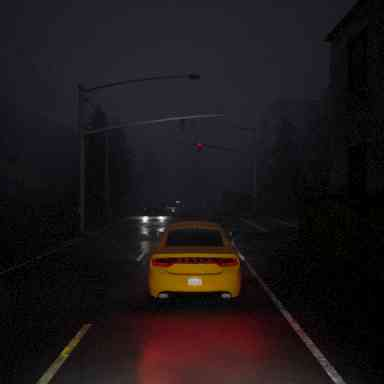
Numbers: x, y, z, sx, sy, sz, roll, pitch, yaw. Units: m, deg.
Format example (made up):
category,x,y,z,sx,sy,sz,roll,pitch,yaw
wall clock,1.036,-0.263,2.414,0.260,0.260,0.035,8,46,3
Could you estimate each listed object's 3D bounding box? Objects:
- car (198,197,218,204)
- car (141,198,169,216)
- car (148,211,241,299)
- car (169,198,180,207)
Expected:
category,x,y,z,sx,sy,sz,roll,pitch,yaw
car,3.127,1.601,65.882,1.895,1.301,4.718,0,0,36
car,-3.633,1.526,32.691,1.812,1.442,4.674,0,0,0
car,0.061,1.478,8.508,1.882,1.535,5.008,0,0,0
car,-3.064,1.547,50.782,2.033,1.411,5.357,0,0,8
